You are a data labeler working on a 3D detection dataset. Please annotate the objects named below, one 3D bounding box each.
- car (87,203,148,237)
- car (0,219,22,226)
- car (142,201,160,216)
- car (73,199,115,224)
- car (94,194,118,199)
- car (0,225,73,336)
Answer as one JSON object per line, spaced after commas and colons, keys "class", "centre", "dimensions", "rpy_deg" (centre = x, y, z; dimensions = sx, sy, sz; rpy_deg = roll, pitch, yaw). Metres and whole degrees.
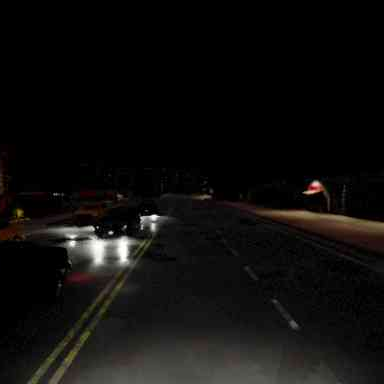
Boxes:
{"class": "car", "centre": [-3.970, 1.583, 18.704], "dimensions": [2.033, 1.411, 5.357], "rpy_deg": [-1, 0, -1]}
{"class": "car", "centre": [-7.294, 1.586, 10.691], "dimensions": [1.882, 1.535, 5.008], "rpy_deg": [-1, 0, -1]}
{"class": "car", "centre": [-4.234, 1.578, 32.694], "dimensions": [1.994, 1.385, 4.181], "rpy_deg": [-1, 0, -1]}
{"class": "car", "centre": [-7.616, 1.564, 25.737], "dimensions": [1.882, 1.535, 5.008], "rpy_deg": [-1, 0, -1]}
{"class": "car", "centre": [-23.475, 1.399, 90.658], "dimensions": [4.605, 1.855, 1.932], "rpy_deg": [-1, 0, -1]}
{"class": "car", "centre": [-3.676, 1.602, 5.566], "dimensions": [2.033, 1.411, 5.357], "rpy_deg": [-1, 0, -1]}
